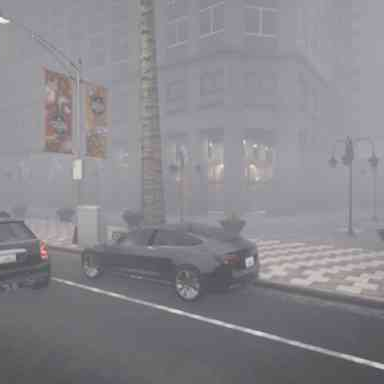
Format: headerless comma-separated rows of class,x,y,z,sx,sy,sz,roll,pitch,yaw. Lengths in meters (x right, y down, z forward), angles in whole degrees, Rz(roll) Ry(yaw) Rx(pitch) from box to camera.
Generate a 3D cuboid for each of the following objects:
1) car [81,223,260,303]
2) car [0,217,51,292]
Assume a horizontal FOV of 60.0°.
car,-0.709,1.500,8.288,4.786,1.482,2.161,0,0,35
car,-5.361,1.330,7.805,4.553,1.767,2.097,0,0,35
